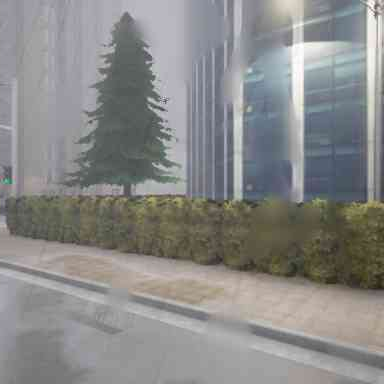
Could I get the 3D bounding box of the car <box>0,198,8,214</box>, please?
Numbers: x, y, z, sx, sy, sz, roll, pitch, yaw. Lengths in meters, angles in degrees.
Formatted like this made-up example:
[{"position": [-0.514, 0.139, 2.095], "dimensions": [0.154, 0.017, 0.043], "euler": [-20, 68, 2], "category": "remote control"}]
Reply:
[{"position": [-18.824, 1.352, 32.054], "dimensions": [2.097, 1.767, 4.553], "euler": [0, 0, 36], "category": "car"}]
